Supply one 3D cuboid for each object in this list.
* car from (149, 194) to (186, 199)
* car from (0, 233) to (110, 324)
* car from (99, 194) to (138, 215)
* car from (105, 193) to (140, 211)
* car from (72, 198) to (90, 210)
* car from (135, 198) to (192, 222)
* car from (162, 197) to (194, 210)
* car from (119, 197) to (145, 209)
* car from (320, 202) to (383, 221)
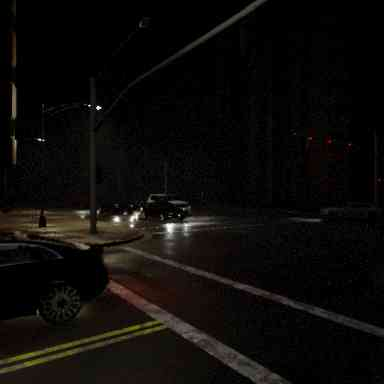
[{"bbox_3d":[-2.390,1.221,32.491,2.150,2.045,5.566,0,0,-36],"label":"car"},{"bbox_3d":[-3.850,1.491,5.543,4.902,1.511,2.128,0,0,-36],"label":"car"},{"bbox_3d":[-7.712,1.352,33.847,2.097,1.767,4.553,0,0,-36],"label":"car"},{"bbox_3d":[-8.707,1.221,41.170,2.150,2.045,5.566,0,0,-36],"label":"car"},{"bbox_3d":[-13.755,1.477,42.189,1.882,1.535,5.008,0,0,-36],"label":"car"},{"bbox_3d":[-2.381,1.505,26.534,1.837,1.490,4.892,0,0,-36],"label":"car"},{"bbox_3d":[-1.976,1.504,44.114,1.837,1.490,4.892,0,0,-36],"label":"car"},{"bbox_3d":[-8.511,1.525,47.099,1.812,1.442,4.674,0,0,-36],"label":"car"},{"bbox_3d":[12.734,1.525,26.563,4.674,1.442,1.812,0,1,10],"label":"car"}]
